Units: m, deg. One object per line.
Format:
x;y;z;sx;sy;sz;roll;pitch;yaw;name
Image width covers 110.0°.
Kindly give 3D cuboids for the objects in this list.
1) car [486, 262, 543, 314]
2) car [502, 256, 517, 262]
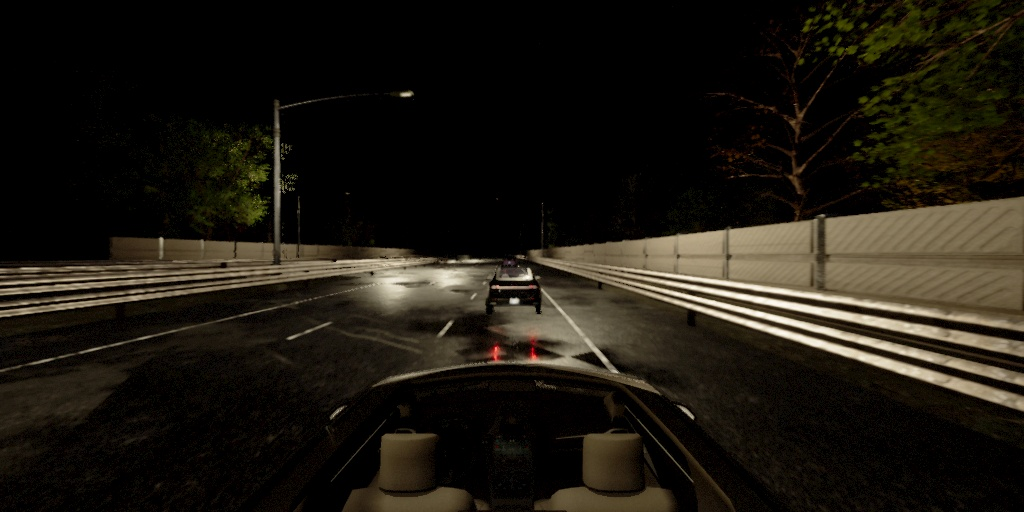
0.063;1.157;13.374;2.128;1.511;4.902;0;0;0;car
-0.346;0.846;46.486;2.033;1.649;4.856;0;0;-1;car
